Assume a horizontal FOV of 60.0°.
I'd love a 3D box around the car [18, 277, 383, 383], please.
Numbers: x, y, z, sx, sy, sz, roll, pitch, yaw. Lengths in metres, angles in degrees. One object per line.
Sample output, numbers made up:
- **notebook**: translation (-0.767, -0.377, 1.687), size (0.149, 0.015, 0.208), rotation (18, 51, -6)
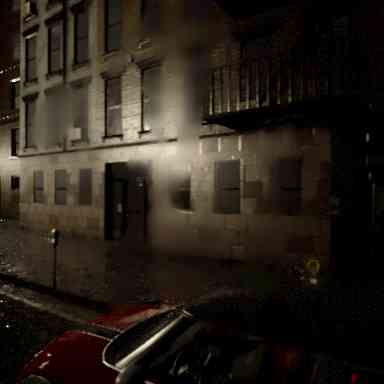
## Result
- **car**: translation (0.427, 1.434, 2.532), size (4.097, 1.590, 1.967), rotation (0, 0, 36)
